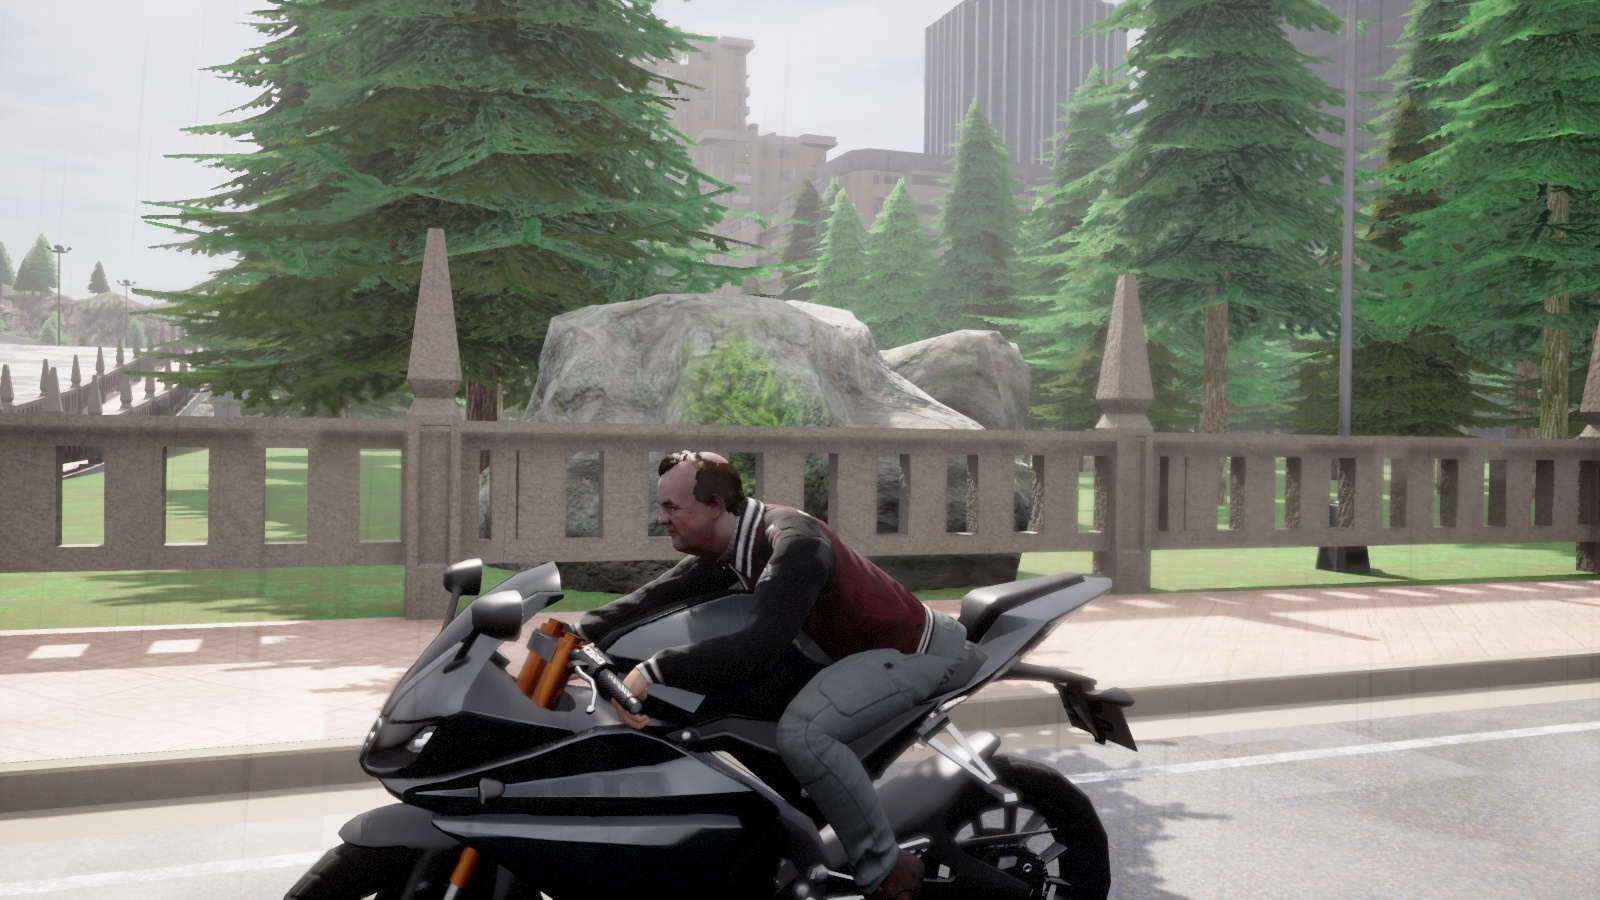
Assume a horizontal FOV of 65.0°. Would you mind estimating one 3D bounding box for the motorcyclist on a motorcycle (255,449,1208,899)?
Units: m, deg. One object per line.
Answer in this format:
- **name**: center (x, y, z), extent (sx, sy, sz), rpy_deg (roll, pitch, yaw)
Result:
- **motorcyclist on a motorcycle**: center (-0.153, 0.783, 3.181), extent (2.191, 1.530, 0.866), rpy_deg (-1, 1, -21)
